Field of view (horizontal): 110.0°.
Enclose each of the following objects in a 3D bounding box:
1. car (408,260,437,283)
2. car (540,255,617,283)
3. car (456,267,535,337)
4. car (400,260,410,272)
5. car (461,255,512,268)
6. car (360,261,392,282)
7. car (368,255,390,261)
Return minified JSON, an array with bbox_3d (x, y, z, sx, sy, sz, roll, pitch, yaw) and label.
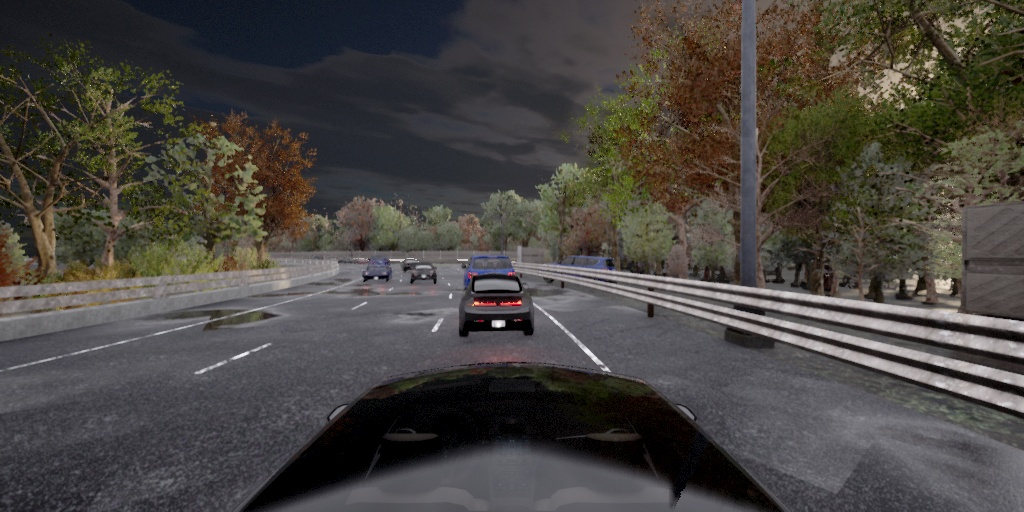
[{"bbox_3d":[-6.777,1.254,27.526,1.812,1.442,4.674,0,0,-13],"label":"car"},{"bbox_3d":[4.614,0.989,25.151,5.566,2.045,2.150,5,1,40],"label":"car"},{"bbox_3d":[-0.521,1.248,10.334,1.837,1.490,4.892,0,0,-5],"label":"car"},{"bbox_3d":[-12.847,1.192,45.066,1.882,1.535,5.008,0,0,-24],"label":"car"},{"bbox_3d":[-1.170,0.959,17.008,2.150,2.045,5.566,0,0,-9],"label":"car"},{"bbox_3d":[-10.700,1.328,28.753,1.895,1.301,4.718,0,0,-15],"label":"car"},{"bbox_3d":[-17.526,0.934,46.983,2.150,2.045,5.566,0,0,-25],"label":"car"}]
